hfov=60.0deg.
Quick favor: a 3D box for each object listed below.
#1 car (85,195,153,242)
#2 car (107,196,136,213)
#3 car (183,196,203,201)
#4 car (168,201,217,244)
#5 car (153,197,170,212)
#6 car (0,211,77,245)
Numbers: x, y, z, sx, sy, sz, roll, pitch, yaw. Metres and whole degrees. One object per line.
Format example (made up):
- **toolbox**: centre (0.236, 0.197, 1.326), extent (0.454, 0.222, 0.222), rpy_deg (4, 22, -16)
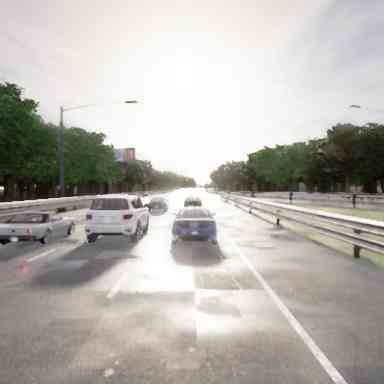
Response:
- **car**: centre (-3.399, 1.144, 16.036), extent (2.150, 2.045, 5.566), rpy_deg (0, 1, 0)
- **car**: centre (-6.899, 1.200, 33.159), extent (1.837, 1.490, 4.892), rpy_deg (0, 1, 0)
- **car**: centre (0.101, 1.151, 34.670), extent (1.882, 1.535, 5.008), rpy_deg (0, 1, 0)
- **car**: centre (0.101, 1.406, 15.372), extent (1.882, 1.535, 5.008), rpy_deg (0, 1, 0)
- **car**: centre (-3.400, 1.206, 34.148), extent (1.812, 1.442, 4.674), rpy_deg (0, 1, 0)
- **car**: centre (-6.900, 1.531, 15.157), extent (1.895, 1.301, 4.718), rpy_deg (0, 1, 0)
